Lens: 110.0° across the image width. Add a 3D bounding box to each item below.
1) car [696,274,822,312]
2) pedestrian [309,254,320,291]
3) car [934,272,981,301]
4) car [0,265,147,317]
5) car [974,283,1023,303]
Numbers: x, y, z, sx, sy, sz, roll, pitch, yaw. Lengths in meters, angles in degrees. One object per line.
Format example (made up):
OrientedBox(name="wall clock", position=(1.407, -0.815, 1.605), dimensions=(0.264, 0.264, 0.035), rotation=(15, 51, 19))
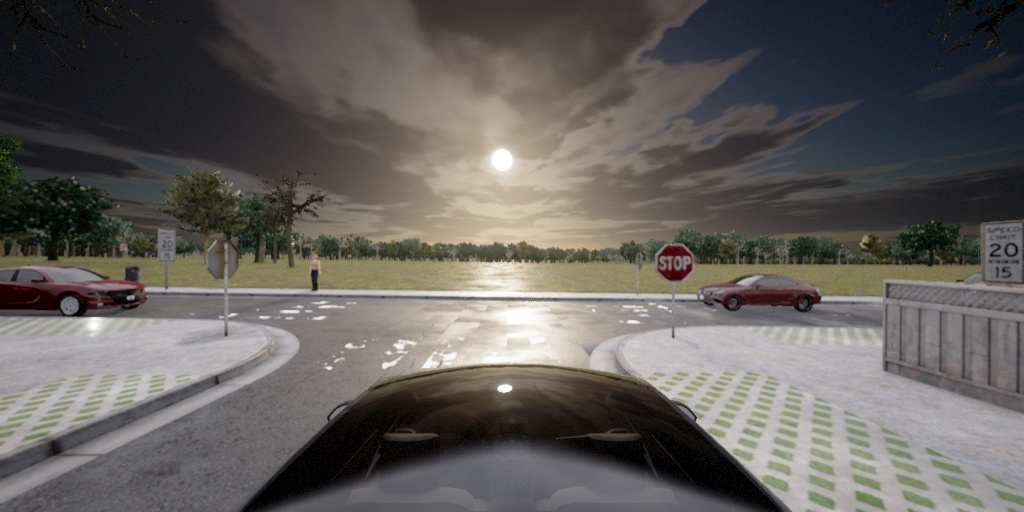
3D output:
OrientedBox(name="car", position=(10.274, 1.488, 15.032), dimensions=(4.674, 1.442, 1.812), rotation=(1, 0, -1))
OrientedBox(name="pedestrian", position=(-9.755, 0.818, 17.742), dimensions=(0.375, 1.860, 0.375), rotation=(0, -1, -1))
OrientedBox(name="car", position=(20.539, 1.459, 15.139), dimensions=(4.553, 1.767, 2.097), rotation=(1, 0, -3))
OrientedBox(name="car", position=(-15.090, 1.072, 11.825), dimensions=(5.008, 1.535, 1.882), rotation=(1, 0, -1))
OrientedBox(name="car", position=(19.328, 1.615, 12.217), dimensions=(4.674, 1.442, 1.812), rotation=(1, 0, 0))
